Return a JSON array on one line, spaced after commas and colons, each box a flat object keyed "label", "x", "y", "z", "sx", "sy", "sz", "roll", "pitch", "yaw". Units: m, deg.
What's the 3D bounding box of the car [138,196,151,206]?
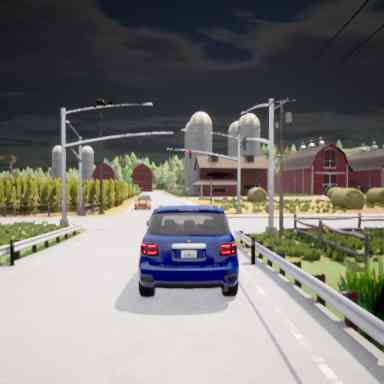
[{"label": "car", "x": -7.602, "y": 1.420, "z": 53.171, "sx": 1.994, "sy": 1.385, "sz": 4.181, "roll": 0, "pitch": 1, "yaw": -8}]

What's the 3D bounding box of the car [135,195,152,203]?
[{"label": "car", "x": -6.390, "y": 1.358, "z": 43.508, "sx": 2.097, "sy": 1.767, "sz": 4.553, "roll": 0, "pitch": 1, "yaw": -7}]

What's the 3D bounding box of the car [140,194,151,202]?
[{"label": "car", "x": -9.193, "y": 1.220, "z": 66.077, "sx": 1.994, "sy": 1.385, "sz": 4.181, "roll": 0, "pitch": 1, "yaw": -6}]

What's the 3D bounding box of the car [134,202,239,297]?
[{"label": "car", "x": -0.109, "y": 1.369, "z": 9.054, "sx": 2.150, "sy": 2.045, "sz": 5.566, "roll": 0, "pitch": -2, "yaw": -1}]
